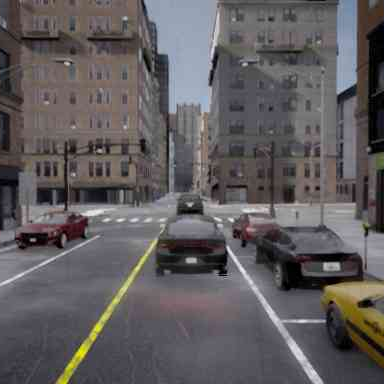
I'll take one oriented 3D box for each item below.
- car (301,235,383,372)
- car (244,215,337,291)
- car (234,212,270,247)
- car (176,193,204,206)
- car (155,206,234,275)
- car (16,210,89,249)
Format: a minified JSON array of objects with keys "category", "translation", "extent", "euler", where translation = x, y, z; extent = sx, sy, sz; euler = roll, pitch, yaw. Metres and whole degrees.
[{"category":"car","translation":[2.846,1.513,3.371],"extent":[1.752,1.417,4.829],"euler":[-1,0,0]},{"category":"car","translation":[2.800,1.534,8.787],"extent":[1.947,1.339,4.313],"euler":[-1,0,0]},{"category":"car","translation":[2.753,1.530,14.373],"extent":[1.802,1.307,4.206],"euler":[-1,0,0]},{"category":"car","translation":[-0.157,1.122,28.527],"extent":[2.150,2.045,5.566],"euler":[0,1,0]},{"category":"car","translation":[-0.017,1.440,10.312],"extent":[1.882,1.535,5.008],"euler":[0,0,0]},{"category":"car","translation":[-5.792,1.493,14.297],"extent":[1.887,1.381,4.507],"euler":[-1,0,0]}]
